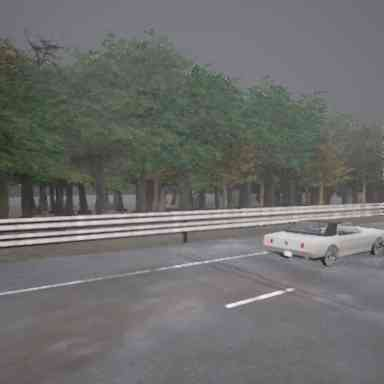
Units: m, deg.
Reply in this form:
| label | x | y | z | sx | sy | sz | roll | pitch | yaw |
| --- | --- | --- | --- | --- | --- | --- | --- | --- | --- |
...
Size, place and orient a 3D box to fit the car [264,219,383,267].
| label | x | y | z | sx | sy | sz | roll | pitch | yaw |
| --- | --- | --- | --- | --- | --- | --- | --- | --- | --- |
| car | 4.733 | 1.587 | 11.419 | 4.718 | 1.301 | 1.895 | 0 | 0 | -35 |
